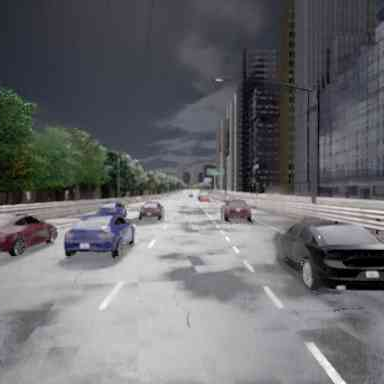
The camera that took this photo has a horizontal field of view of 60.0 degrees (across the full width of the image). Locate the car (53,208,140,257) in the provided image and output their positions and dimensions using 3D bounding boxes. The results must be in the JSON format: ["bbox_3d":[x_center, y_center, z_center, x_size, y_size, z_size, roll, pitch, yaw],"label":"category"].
[{"bbox_3d":[-3.412,1.555,12.868,1.812,1.442,4.674,0,0,0],"label":"car"}]

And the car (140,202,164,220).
[{"bbox_3d":[-3.452,1.599,28.988,1.812,1.442,4.674,0,0,0],"label":"car"}]

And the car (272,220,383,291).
[{"bbox_3d":[3.593,1.498,9.101,1.882,1.535,5.008,0,0,0],"label":"car"}]

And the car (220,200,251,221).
[{"bbox_3d":[3.553,1.422,27.664,2.097,1.767,4.553,0,0,0],"label":"car"}]

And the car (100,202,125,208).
[{"bbox_3d":[-6.951,1.599,29.020,1.812,1.442,4.674,0,0,0],"label":"car"}]

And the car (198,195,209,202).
[{"bbox_3d":[3.146,1.587,81.670,2.097,1.767,4.553,0,0,0],"label":"car"}]

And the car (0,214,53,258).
[{"bbox_3d":[-6.912,1.555,12.854,1.812,1.442,4.674,0,0,0],"label":"car"}]
